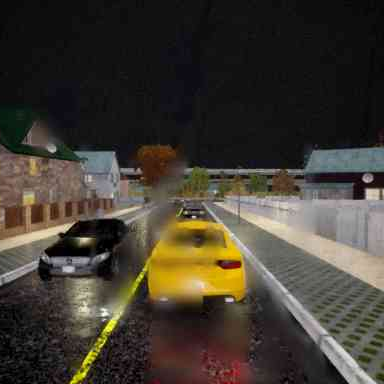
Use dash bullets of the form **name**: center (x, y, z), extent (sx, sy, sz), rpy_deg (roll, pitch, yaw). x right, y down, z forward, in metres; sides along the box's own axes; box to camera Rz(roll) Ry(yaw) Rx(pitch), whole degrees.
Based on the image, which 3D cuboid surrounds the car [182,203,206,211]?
- **car**: center (0.153, 1.596, 27.407), extent (1.895, 1.301, 4.718), rpy_deg (0, 0, 0)

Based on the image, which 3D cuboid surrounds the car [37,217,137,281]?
- **car**: center (-2.828, 1.520, 9.967), extent (1.812, 1.442, 4.674), rpy_deg (0, 0, 0)

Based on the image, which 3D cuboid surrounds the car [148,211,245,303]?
- **car**: center (0.099, 1.473, 8.270), extent (1.882, 1.535, 5.008), rpy_deg (0, 0, 0)
